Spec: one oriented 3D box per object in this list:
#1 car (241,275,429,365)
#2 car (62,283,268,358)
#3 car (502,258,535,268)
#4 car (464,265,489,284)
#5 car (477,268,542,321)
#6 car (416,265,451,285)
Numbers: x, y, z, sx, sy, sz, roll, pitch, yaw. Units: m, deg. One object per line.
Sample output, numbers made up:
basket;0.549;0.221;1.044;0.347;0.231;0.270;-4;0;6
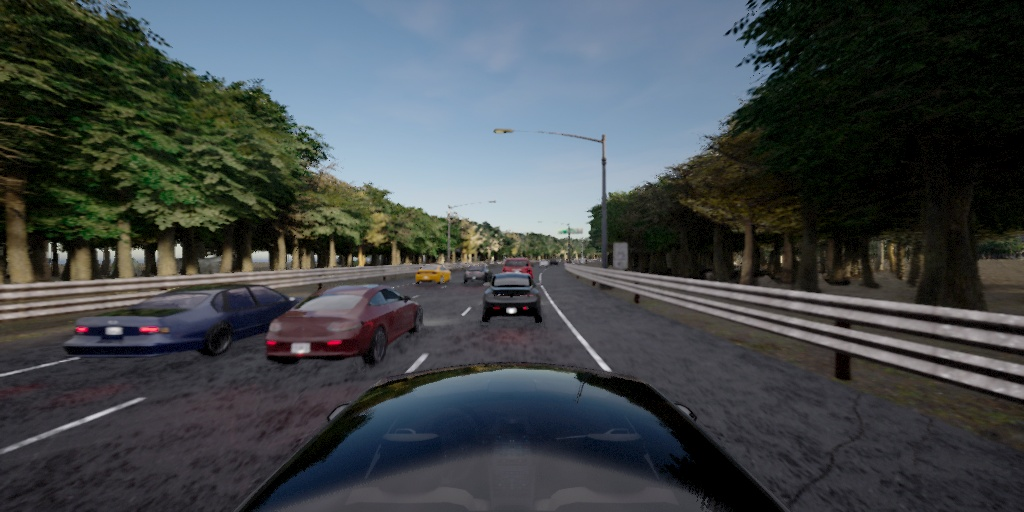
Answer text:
car;-3.410;1.341;8.102;1.812;1.442;4.674;0;-1;0
car;-6.921;1.376;8.757;2.033;1.411;5.357;0;-1;0
car;0.449;1.183;26.280;2.150;2.045;5.566;0;0;3
car;-2.747;1.489;29.669;2.128;1.511;4.902;0;0;3
car;0.021;1.354;12.816;1.837;1.490;4.892;0;-1;1
car;-6.281;1.479;29.164;1.882;1.535;5.008;0;0;3
